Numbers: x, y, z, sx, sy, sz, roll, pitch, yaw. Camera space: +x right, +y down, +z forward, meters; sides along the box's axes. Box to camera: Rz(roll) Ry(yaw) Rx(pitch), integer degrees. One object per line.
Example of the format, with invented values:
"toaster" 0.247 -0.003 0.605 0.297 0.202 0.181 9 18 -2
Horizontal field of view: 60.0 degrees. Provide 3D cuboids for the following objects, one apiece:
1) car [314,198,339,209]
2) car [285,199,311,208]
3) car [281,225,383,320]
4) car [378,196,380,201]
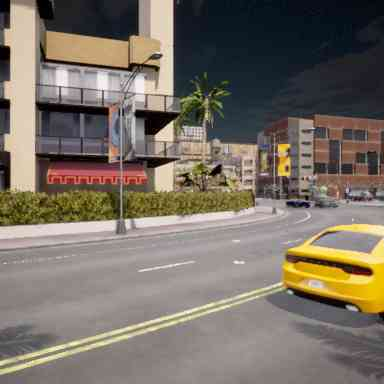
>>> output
"car" 18.320 1.564 45.460 1.994 1.385 4.181 0 0 -1
"car" 14.824 1.600 46.633 1.895 1.301 4.718 0 0 -6
"car" 4.004 1.478 7.388 5.008 1.535 1.882 1 -1 -41
"car" 44.866 1.405 76.308 1.816 1.474 4.193 0 0 -17
